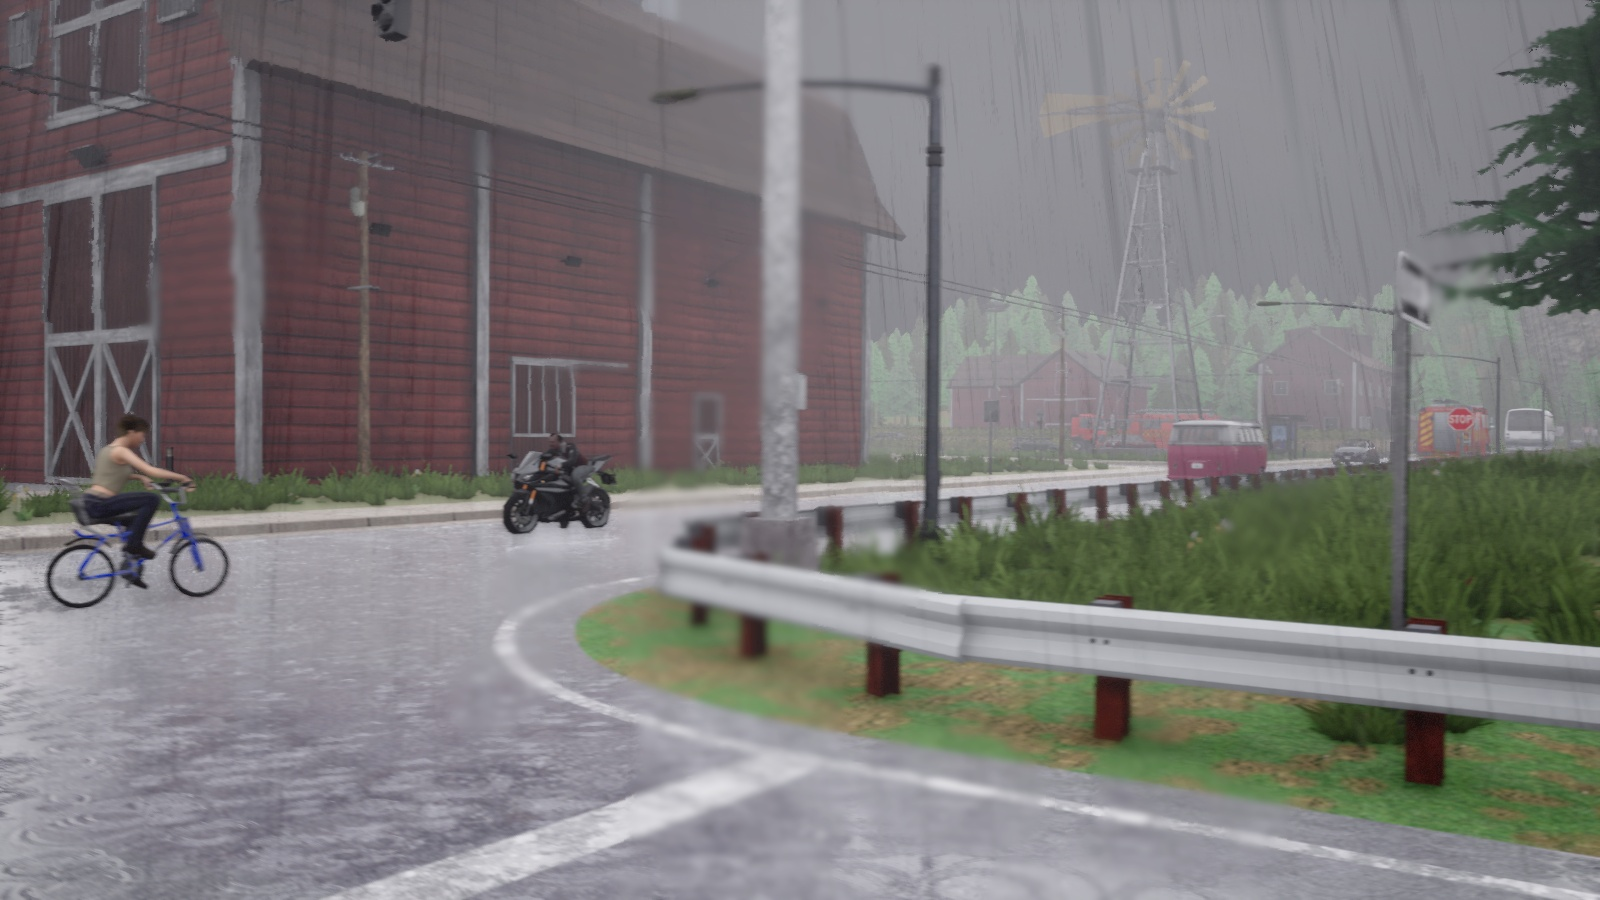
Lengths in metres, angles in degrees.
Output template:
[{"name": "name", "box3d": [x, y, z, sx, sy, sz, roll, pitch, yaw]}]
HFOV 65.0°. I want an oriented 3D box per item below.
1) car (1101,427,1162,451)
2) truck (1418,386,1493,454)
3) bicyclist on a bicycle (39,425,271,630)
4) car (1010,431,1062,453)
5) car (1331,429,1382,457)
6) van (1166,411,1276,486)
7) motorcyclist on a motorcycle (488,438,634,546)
[{"name": "car", "box3d": [25.101, -0.851, 94.980, 4.553, 1.767, 2.097, -1, 1, -38]}, {"name": "truck", "box3d": [39.181, -1.769, 74.919, 2.891, 3.827, 8.468, 0, 1, 35]}, {"name": "bicyclist on a bicycle", "box3d": [-5.482, 0.606, 10.723, 0.866, 1.612, 1.509, -1, 0, 41]}, {"name": "car", "box3d": [17.307, -0.612, 92.100, 3.705, 1.549, 1.789, -1, 1, 12]}, {"name": "car", "box3d": [30.182, -0.408, 68.047, 1.816, 1.474, 4.193, 0, 1, 35]}, {"name": "van", "box3d": [11.973, -0.066, 35.533, 1.775, 1.987, 4.442, 0, 1, 35]}, {"name": "motorcyclist on a motorcycle", "box3d": [-3.602, 0.589, 19.145, 0.866, 1.530, 2.191, 0, 1, 35]}]
